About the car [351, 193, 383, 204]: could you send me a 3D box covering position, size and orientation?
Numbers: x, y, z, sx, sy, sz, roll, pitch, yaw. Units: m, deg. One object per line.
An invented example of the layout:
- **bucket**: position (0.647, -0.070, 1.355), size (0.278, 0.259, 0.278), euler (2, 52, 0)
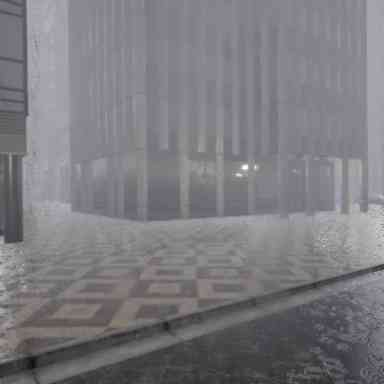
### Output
- **car**: position (32.380, 1.162, 61.363), size (2.192, 1.841, 5.009), euler (-1, 1, -36)

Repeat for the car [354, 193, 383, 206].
- **car**: position (28.665, 1.313, 51.912), size (2.192, 1.841, 5.009), euler (-1, 1, -36)

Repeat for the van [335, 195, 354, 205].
- **van**: position (25.442, 1.317, 56.400), size (1.690, 1.788, 3.998), euler (-1, 1, -36)
